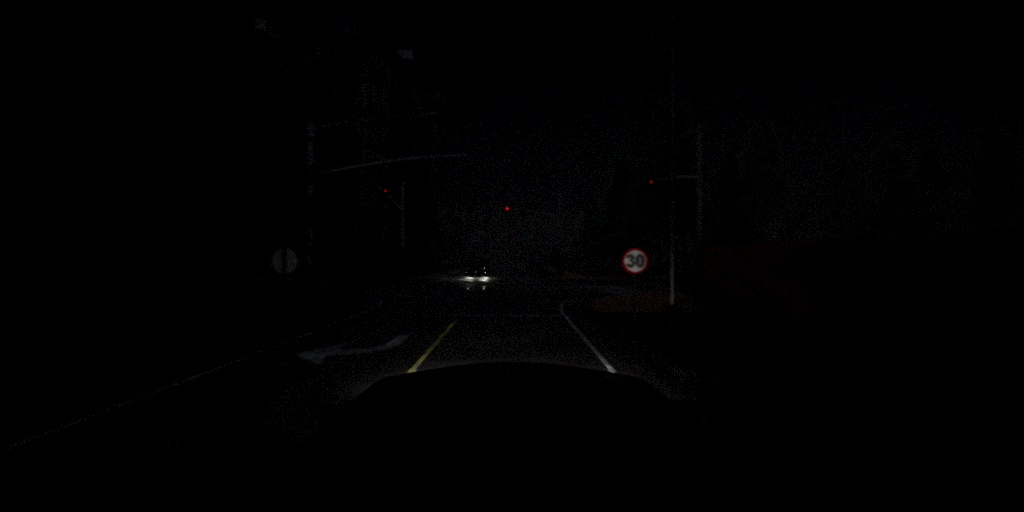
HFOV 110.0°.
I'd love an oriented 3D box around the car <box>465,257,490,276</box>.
[{"bbox_3d":[-3.490,1.115,37.382,2.150,2.045,5.566,0,1,0],"label":"car"}]
